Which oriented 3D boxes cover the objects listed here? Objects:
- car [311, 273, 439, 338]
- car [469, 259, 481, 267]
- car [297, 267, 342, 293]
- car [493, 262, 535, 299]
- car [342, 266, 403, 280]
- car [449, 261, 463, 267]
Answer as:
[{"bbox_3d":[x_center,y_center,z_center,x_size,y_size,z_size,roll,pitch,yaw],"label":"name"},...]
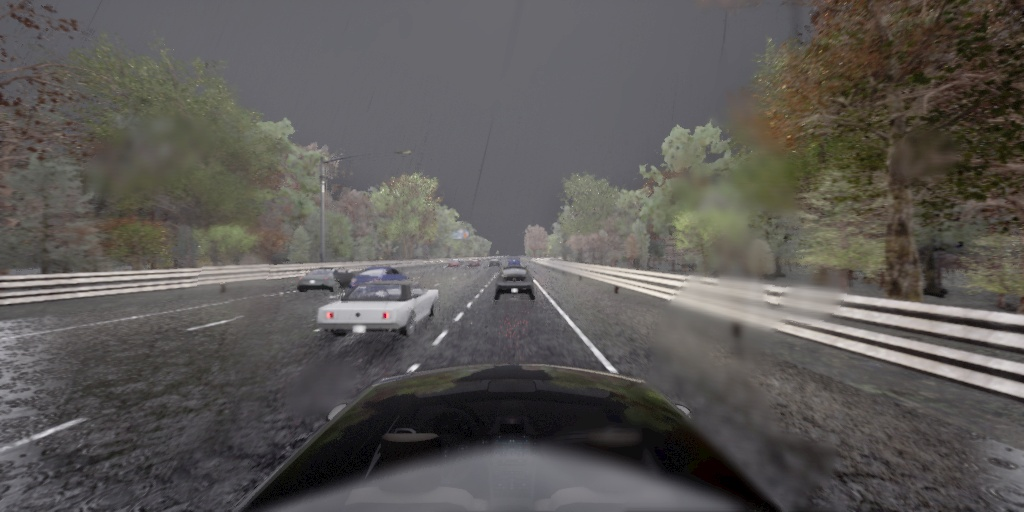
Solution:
[{"bbox_3d":[-3.397,1.349,10.213,1.895,1.301,4.718,0,0,0],"label":"car"},{"bbox_3d":[-6.591,1.272,64.476,1.812,1.442,4.674,0,0,0],"label":"car"},{"bbox_3d":[-10.371,1.310,20.650,1.994,1.385,4.181,0,0,0],"label":"car"},{"bbox_3d":[0.122,1.253,18.159,1.837,1.490,4.892,0,0,0],"label":"car"},{"bbox_3d":[-6.876,1.272,18.971,1.812,1.442,4.674,0,0,0],"label":"car"},{"bbox_3d":[-10.096,1.311,64.532,1.994,1.385,4.181,0,0,0],"label":"car"}]
